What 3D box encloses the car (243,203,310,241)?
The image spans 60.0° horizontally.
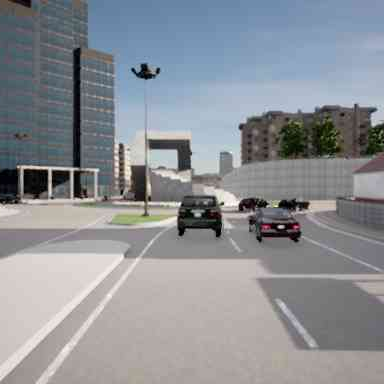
[{"bbox_3d":[3.828,1.461,16.037,2.033,1.411,5.357,0,0,5],"label":"car"}]

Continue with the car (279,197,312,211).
[{"bbox_3d":[10.971,1.303,35.189,2.128,1.511,4.902,0,0,44],"label":"car"}]

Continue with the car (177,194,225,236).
[{"bbox_3d":[0.553,1.126,18.077,2.150,2.045,5.566,0,0,6],"label":"car"}]

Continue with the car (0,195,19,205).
[{"bbox_3d":[-29.491,1.225,52.404,4.892,1.490,1.837,0,-1,26],"label":"car"}]

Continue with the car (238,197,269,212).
[{"bbox_3d":[6.752,1.314,35.681,1.837,1.490,4.892,-1,-1,37],"label":"car"}]
